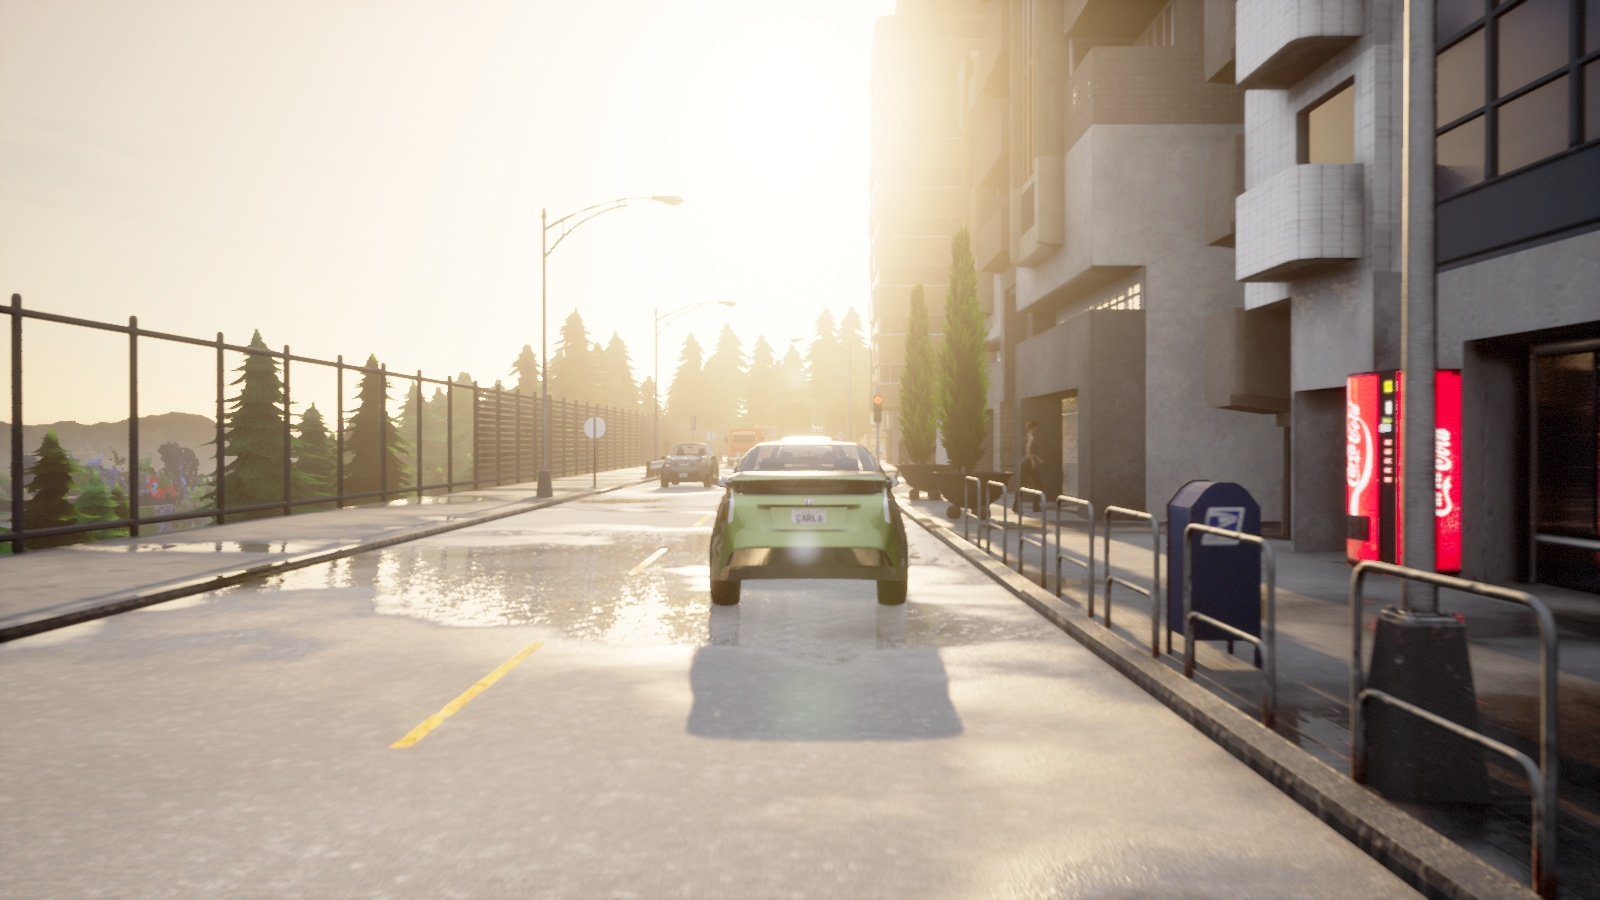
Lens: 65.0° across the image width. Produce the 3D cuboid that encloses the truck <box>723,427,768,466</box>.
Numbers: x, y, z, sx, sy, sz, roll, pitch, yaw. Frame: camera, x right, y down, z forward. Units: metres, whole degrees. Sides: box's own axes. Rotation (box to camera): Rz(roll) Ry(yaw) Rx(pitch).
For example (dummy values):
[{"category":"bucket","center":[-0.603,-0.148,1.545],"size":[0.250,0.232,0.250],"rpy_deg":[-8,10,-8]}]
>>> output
[{"category":"truck","center":[-3.502,-0.188,81.259],"size":[2.627,2.467,5.204],"rpy_deg":[0,-1,1]}]

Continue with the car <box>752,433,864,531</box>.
[{"category":"car","center":[0.143,0.516,22.764],"size":[1.851,1.617,3.988],"rpy_deg":[0,0,0]}]

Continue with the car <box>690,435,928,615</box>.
[{"category":"car","center":[0.087,0.621,12.861],"size":[2.007,1.525,4.514],"rpy_deg":[0,0,0]}]

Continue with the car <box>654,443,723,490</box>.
[{"category":"car","center":[-3.714,0.518,42.397],"size":[1.845,1.501,3.633],"rpy_deg":[0,0,2]}]

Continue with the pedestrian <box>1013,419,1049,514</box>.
[{"category":"pedestrian","center":[4.496,0.319,24.449],"size":[0.594,1.836,0.345],"rpy_deg":[0,0,-18]}]

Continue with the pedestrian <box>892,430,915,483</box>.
[{"category":"pedestrian","center":[3.653,0.210,44.206],"size":[0.720,1.854,0.376],"rpy_deg":[0,0,-25]}]
